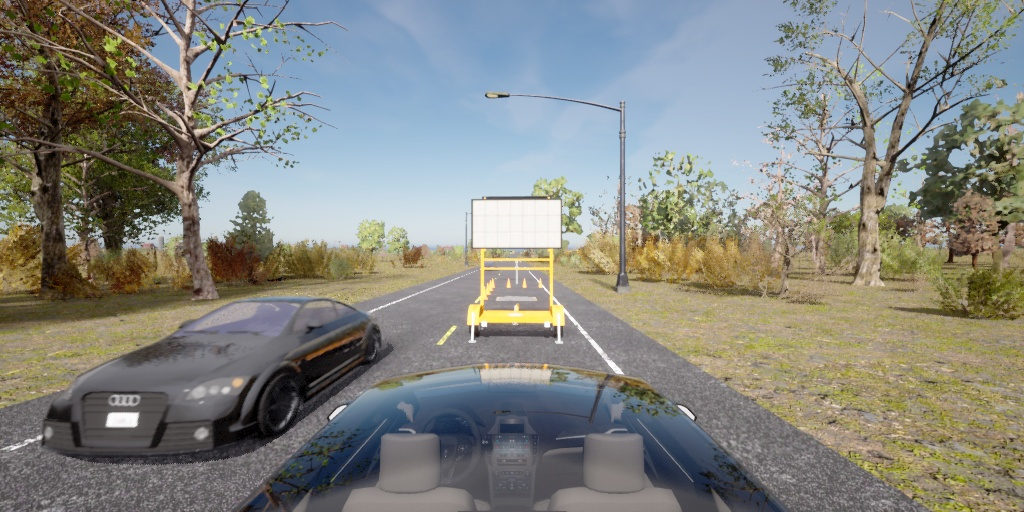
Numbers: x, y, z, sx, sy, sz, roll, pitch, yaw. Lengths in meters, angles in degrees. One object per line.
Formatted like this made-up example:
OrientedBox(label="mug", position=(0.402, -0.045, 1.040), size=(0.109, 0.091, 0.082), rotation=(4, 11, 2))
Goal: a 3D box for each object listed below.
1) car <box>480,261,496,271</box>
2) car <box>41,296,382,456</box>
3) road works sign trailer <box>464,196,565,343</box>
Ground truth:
OrientedBox(label="car", position=(-3.136, 1.276, 47.678), size=(2.033, 1.411, 5.357), rotation=(0, 0, 0))
OrientedBox(label="car", position=(-3.532, 1.312, 5.267), size=(1.994, 1.385, 4.181), rotation=(0, 0, 1))
OrientedBox(label="road works sign trailer", position=(0.130, 0.211, 9.638), size=(2.380, 3.560, 2.880), rotation=(0, 0, 2))
